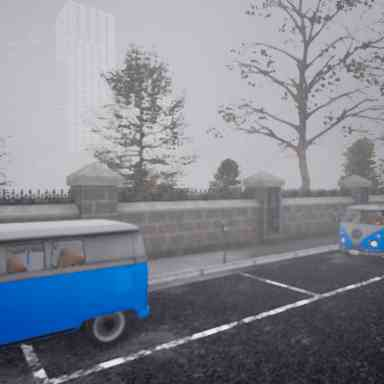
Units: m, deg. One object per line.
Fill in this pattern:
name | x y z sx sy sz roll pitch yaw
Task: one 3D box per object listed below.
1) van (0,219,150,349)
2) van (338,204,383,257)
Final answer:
van | -2.566 1.339 4.728 3.998 1.788 1.690 0 0 -35
van | 6.606 1.284 11.261 3.998 1.788 1.690 0 0 -35
